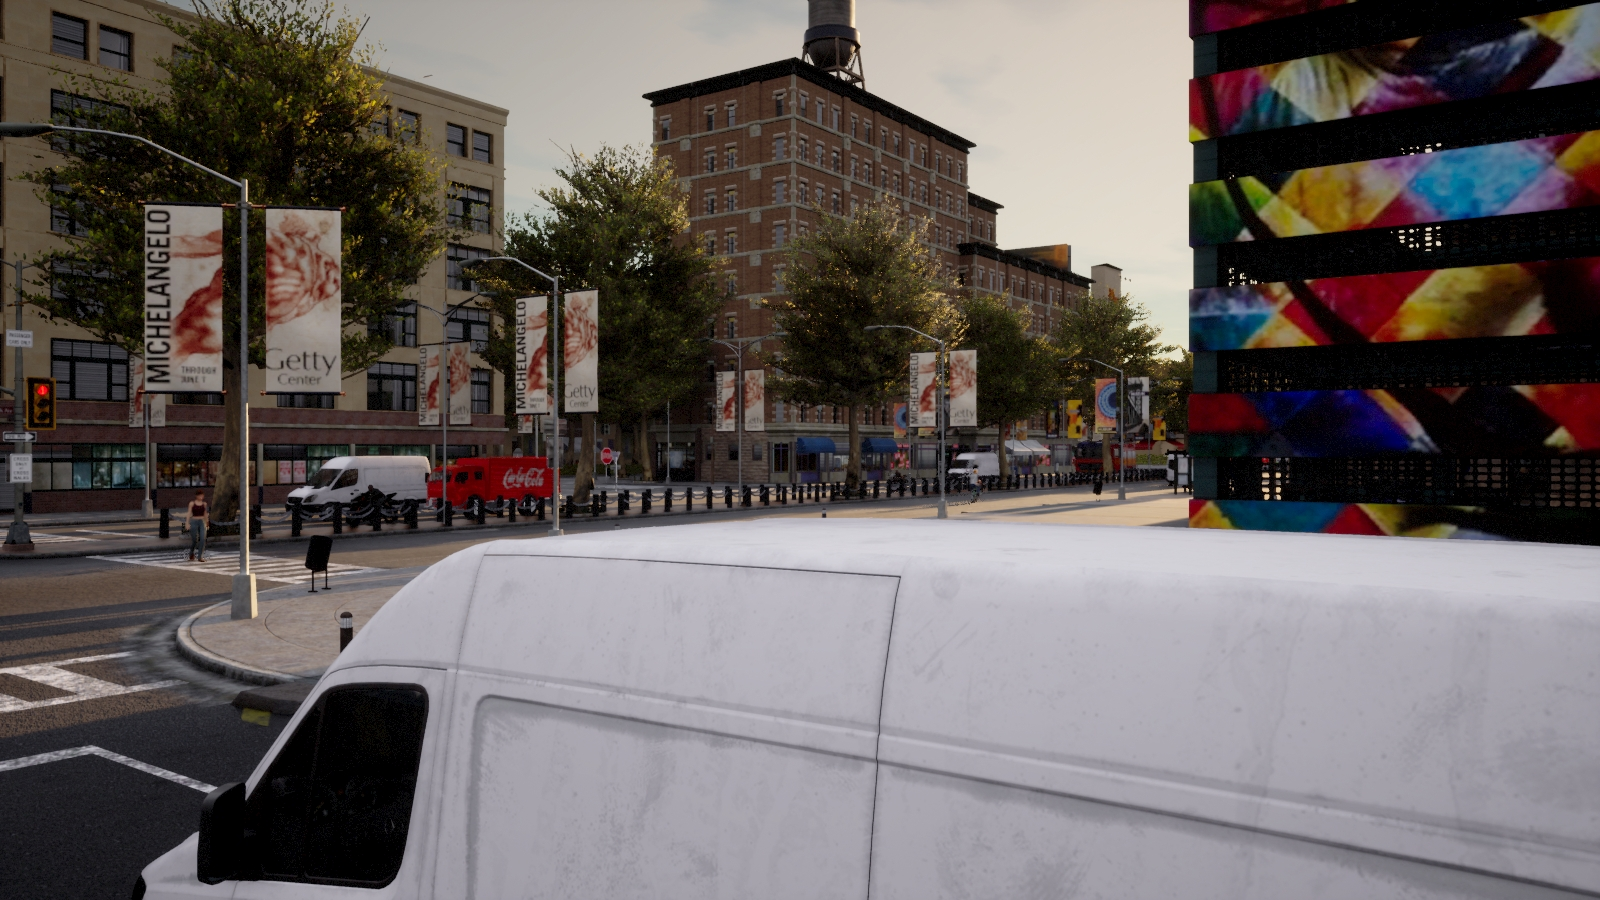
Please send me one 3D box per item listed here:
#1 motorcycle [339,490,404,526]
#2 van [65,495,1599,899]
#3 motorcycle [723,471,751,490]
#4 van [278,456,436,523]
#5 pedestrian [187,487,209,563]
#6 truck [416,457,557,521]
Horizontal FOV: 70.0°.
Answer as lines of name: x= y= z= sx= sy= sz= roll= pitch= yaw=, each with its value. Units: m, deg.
motorcycle: x=-16.269 y=2.205 z=43.436 sx=0.867 sy=1.251 sz=2.209 roll=0 pitch=0 yaw=36
van: x=-0.118 y=1.534 z=3.913 sx=5.915 sy=2.561 sz=1.988 roll=0 pitch=0 yaw=36
motorcycle: x=-4.562 y=2.205 z=82.999 sx=0.867 sy=1.251 sz=2.209 roll=0 pitch=0 yaw=36
van: x=-18.065 y=1.534 z=46.934 sx=1.988 sy=2.561 sz=5.915 roll=0 pitch=0 yaw=36
pedestrian: x=-14.991 y=1.848 z=28.435 sx=0.375 sy=1.860 sz=0.375 roll=0 pitch=0 yaw=41
truck: x=-13.076 y=1.565 z=47.908 sx=2.627 sy=2.467 sz=5.204 roll=0 pitch=0 yaw=36
